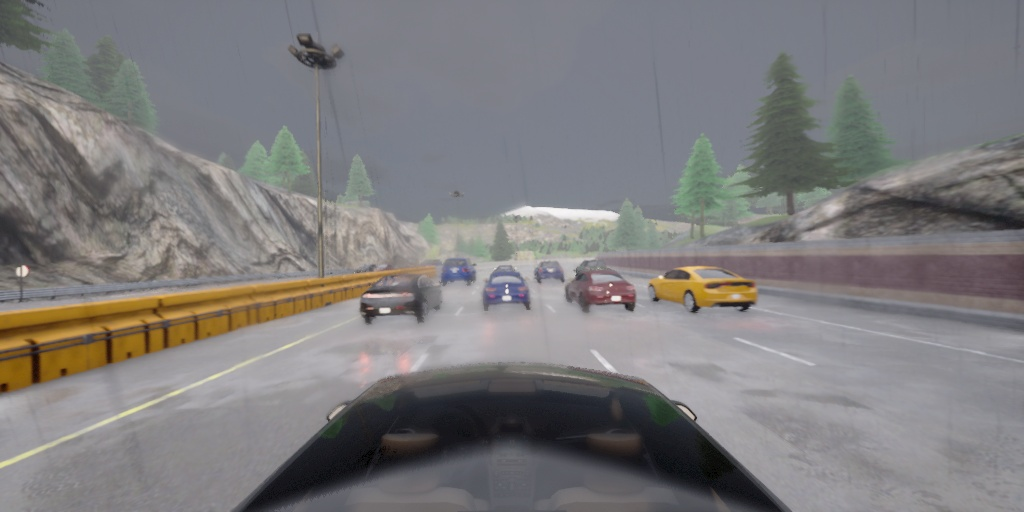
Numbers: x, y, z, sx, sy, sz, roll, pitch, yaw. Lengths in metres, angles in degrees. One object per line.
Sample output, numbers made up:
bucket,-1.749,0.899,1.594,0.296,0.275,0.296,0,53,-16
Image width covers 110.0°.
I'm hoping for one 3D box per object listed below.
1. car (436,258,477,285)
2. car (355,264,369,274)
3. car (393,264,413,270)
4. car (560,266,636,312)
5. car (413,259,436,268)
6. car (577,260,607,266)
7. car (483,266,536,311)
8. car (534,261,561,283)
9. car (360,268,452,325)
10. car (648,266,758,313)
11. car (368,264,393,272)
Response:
car,-4.061,1.184,28.056,2.150,2.045,5.566,-1,0,0
car,-22.882,2.035,57.087,1.837,1.490,4.892,-1,0,10
car,-16.035,1.964,55.569,1.895,1.301,4.718,-1,0,10
car,3.299,1.253,13.958,1.812,1.442,4.674,-1,-1,-2
car,-12.564,1.499,55.165,2.150,2.045,5.566,-1,0,10
car,6.445,1.069,29.114,2.097,1.767,4.553,-1,0,0
car,-0.229,1.339,14.981,1.812,1.442,4.674,-1,0,-1
car,2.948,1.151,29.021,2.097,1.767,4.553,-1,0,0
car,-3.671,1.372,12.633,2.128,1.511,4.902,-1,-1,-1
car,6.808,1.119,13.463,1.882,1.535,5.008,-1,-1,-1
car,-19.622,1.972,55.332,1.812,1.442,4.674,-1,0,10
